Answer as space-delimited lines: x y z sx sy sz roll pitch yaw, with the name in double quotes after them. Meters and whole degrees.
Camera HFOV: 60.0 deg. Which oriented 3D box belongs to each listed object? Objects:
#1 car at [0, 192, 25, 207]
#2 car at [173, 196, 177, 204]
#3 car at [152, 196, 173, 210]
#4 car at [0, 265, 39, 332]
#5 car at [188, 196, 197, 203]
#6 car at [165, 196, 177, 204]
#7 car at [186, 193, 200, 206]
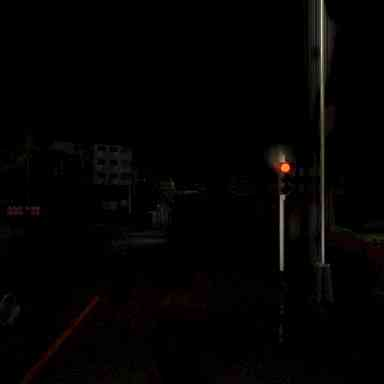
-19.702 0.985 34.984 1.905 1.878 3.866 0 0 35 "car"
-4.008 1.491 53.028 2.128 1.511 4.902 0 0 0 "car"
-4.031 1.491 43.064 2.128 1.511 4.902 0 0 0 "car"
-3.922 1.601 4.098 1.895 1.301 4.718 0 0 2 "car"
0.119 1.540 72.508 2.033 1.411 5.357 0 0 0 "car"
-3.953 1.477 63.202 1.882 1.535 5.008 0 0 0 "car"
0.191 1.222 56.272 2.150 2.045 5.566 0 0 0 "car"
